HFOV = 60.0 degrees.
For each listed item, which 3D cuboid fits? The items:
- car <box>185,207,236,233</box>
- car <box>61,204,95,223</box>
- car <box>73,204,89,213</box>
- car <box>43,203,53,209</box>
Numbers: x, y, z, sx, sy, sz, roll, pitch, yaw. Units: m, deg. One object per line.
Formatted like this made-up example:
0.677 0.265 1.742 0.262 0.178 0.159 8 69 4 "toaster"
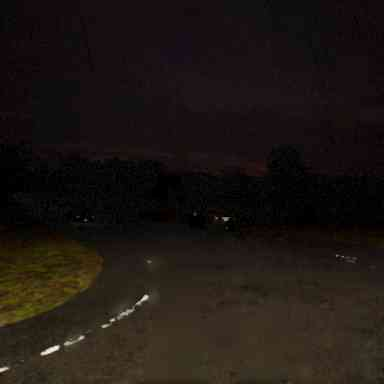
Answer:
1.283 1.986 24.700 2.097 1.767 4.553 3 -3 -29 "car"
-10.614 2.149 31.456 2.033 1.411 5.357 3 -3 -30 "car"
-21.914 3.200 65.689 2.128 1.511 4.902 3 -3 -29 "car"
-36.616 3.573 84.486 1.994 1.385 4.181 3 -2 -26 "car"
